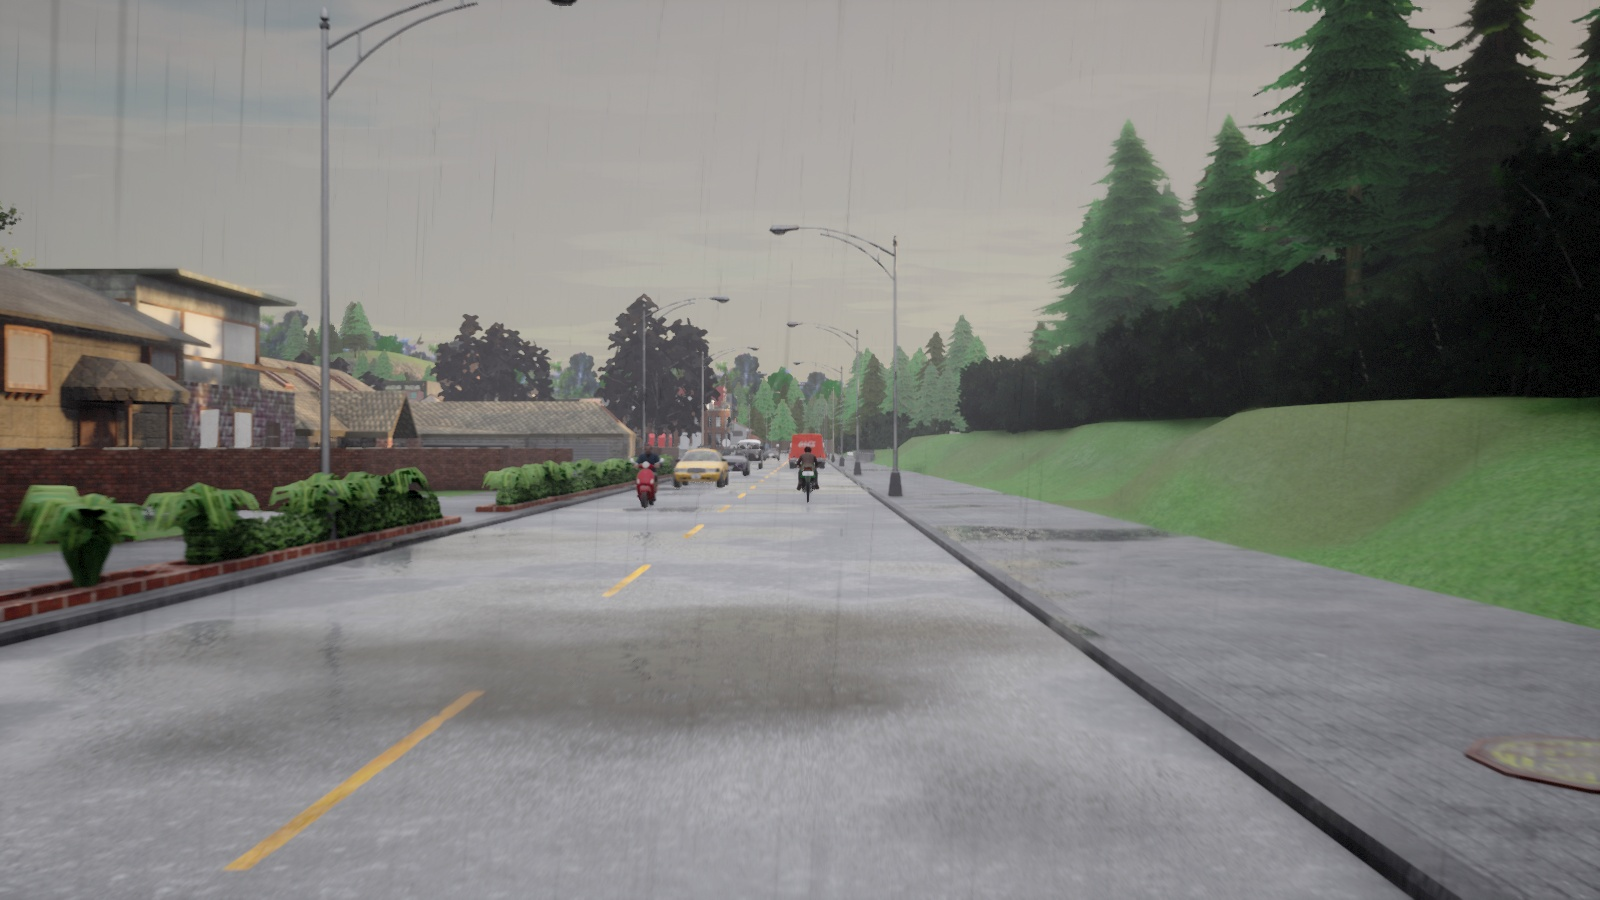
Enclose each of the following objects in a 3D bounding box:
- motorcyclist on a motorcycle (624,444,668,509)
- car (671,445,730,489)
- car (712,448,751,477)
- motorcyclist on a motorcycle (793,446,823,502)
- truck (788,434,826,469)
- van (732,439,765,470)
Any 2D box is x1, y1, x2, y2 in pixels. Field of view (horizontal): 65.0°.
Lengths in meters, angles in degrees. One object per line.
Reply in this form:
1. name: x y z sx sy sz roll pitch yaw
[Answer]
1. motorcyclist on a motorcycle: -3.803 0.639 31.222 0.866 1.590 1.817 0 0 0
2. car: -3.708 0.593 47.606 1.801 1.575 5.366 0 0 0
3. car: -3.604 0.632 66.560 1.816 1.474 4.193 0 0 0
4. motorcyclist on a motorcycle: 0.220 0.663 35.208 0.797 1.523 2.044 0 0 0
5. truck: 0.512 0.091 90.131 2.627 2.467 5.204 0 0 0
6. van: -3.505 0.304 86.720 2.069 2.038 4.480 0 0 0
